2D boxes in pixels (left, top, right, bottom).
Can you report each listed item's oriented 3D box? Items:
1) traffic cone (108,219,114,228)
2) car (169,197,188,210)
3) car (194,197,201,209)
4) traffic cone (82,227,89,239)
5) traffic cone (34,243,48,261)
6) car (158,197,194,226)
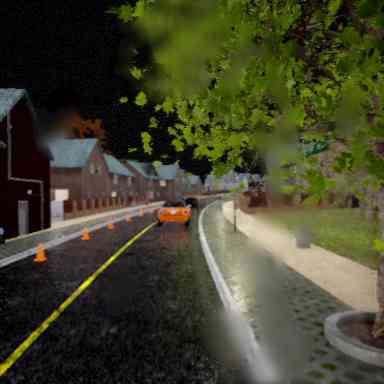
[{"bbox_3d":[-5.244,2.022,21.554,0.340,0.580,0.340,-1,0,1],"label":"traffic cone"},{"bbox_3d":[-1.678,1.442,44.065,2.033,1.411,5.357,-1,0,3],"label":"car"},{"bbox_3d":[0.018,1.407,41.882,1.812,1.442,4.674,-1,0,6],"label":"car"},{"bbox_3d":[-5.282,2.030,16.503,0.340,0.580,0.340,-1,0,0],"label":"traffic cone"},{"bbox_3d":[-5.214,2.037,11.451,0.340,0.580,0.340,-1,0,-1],"label":"traffic cone"},{"bbox_3d":[-1.169,1.345,23.745,2.097,1.767,4.553,-1,0,1],"label":"car"}]
